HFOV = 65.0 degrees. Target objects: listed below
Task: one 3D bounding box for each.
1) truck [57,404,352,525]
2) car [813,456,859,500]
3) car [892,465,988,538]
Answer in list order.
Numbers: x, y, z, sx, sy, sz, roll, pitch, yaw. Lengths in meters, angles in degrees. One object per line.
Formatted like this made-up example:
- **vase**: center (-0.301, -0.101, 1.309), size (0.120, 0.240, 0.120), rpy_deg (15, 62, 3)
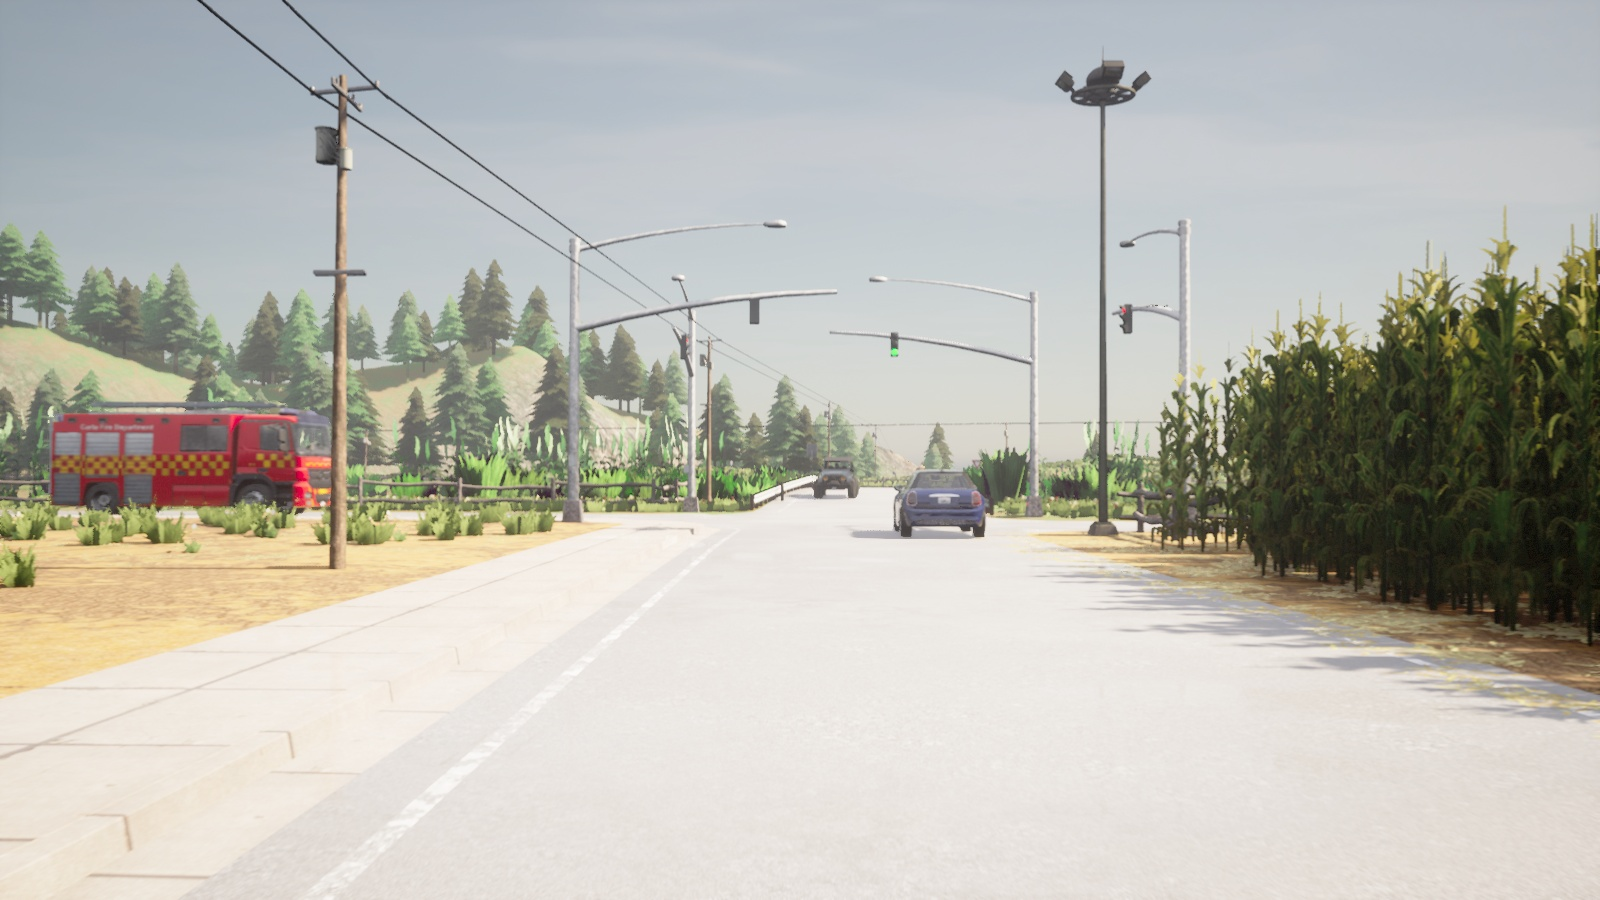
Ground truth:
- **truck**: center (-19.594, 0.494, 41.619), size (8.468, 3.827, 2.891), rpy_deg (0, -1, 3)
- **car**: center (1.752, 1.314, 59.765), size (1.905, 1.878, 3.866), rpy_deg (0, 1, 6)
- **car**: center (3.567, 1.290, 32.862), size (2.097, 1.767, 4.553), rpy_deg (0, -1, 1)
